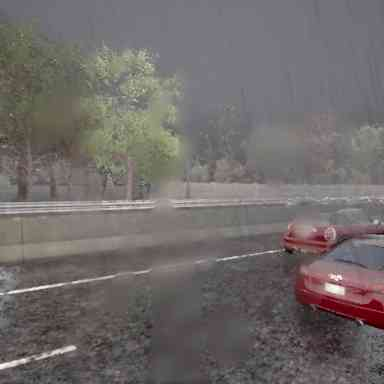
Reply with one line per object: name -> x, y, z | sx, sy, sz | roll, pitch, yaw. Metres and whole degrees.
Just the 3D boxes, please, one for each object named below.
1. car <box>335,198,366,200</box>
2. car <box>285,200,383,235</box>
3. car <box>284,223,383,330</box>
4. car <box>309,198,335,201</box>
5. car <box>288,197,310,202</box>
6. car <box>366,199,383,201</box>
car -> 19.492, 1.465, 39.355 | 4.892, 1.490, 1.837 | 0, 0, -35
car -> 5.406, 1.336, 11.907 | 4.553, 1.767, 2.097 | 0, 0, -35
car -> 3.977, 1.554, 6.606 | 4.181, 1.385, 1.994 | 0, 0, -35
car -> 17.334, 1.524, 42.115 | 4.181, 1.385, 1.994 | 0, 0, -35
car -> 14.502, 1.451, 44.306 | 4.902, 1.511, 2.128 | 0, 0, -36
car -> 21.789, 1.451, 36.694 | 4.902, 1.511, 2.128 | 0, 0, -35
